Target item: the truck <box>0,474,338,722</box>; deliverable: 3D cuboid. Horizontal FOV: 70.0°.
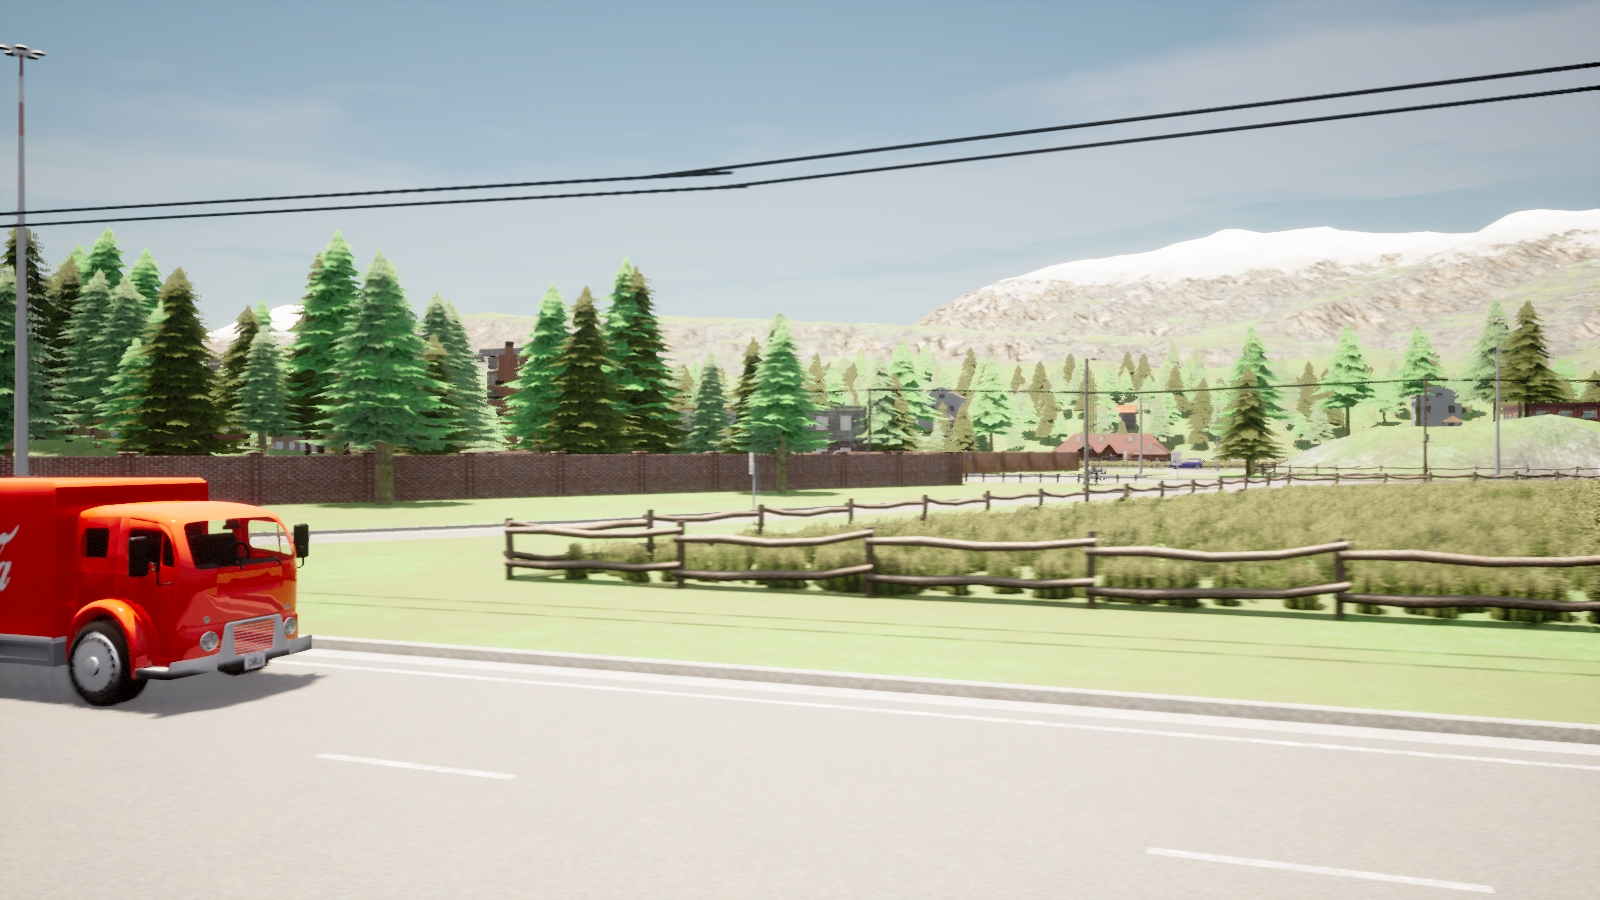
[{"bbox_3d":[-8.647,1.568,13.894,5.204,2.467,2.627,0,0,20],"label":"truck"}]
